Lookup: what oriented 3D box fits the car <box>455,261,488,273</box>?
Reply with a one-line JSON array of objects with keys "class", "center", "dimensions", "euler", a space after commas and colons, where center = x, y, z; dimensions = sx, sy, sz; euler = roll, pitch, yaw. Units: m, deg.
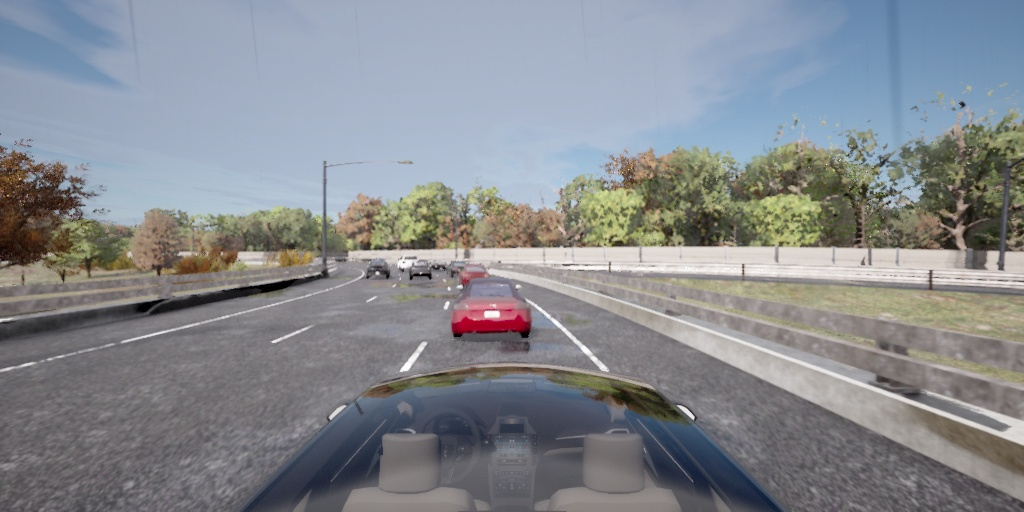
[{"class": "car", "center": [-2.420, 1.243, 22.701], "dimensions": [1.812, 1.442, 4.674], "euler": [0, 0, -11]}]

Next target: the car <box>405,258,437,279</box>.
[{"class": "car", "center": [-8.142, 1.199, 31.661], "dimensions": [2.128, 1.511, 4.902], "euler": [0, 0, -17]}]

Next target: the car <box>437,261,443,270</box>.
[{"class": "car", "center": [-9.488, 1.287, 45.645], "dimensions": [1.895, 1.301, 4.718], "euler": [0, 0, -22]}]

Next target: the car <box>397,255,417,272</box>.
[{"class": "car", "center": [-13.142, 0.912, 45.321], "dimensions": [2.150, 2.045, 5.566], "euler": [0, 0, -24]}]

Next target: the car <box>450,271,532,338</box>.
[{"class": "car", "center": [-0.632, 1.300, 10.190], "dimensions": [1.994, 1.385, 4.181], "euler": [0, 0, -5]}]

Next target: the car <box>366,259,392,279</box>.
[{"class": "car", "center": [-11.977, 1.212, 32.290], "dimensions": [1.837, 1.490, 4.892], "euler": [0, -1, -18]}]

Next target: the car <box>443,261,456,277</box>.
[{"class": "car", "center": [-5.003, 1.228, 33.300], "dimensions": [1.812, 1.442, 4.674], "euler": [0, 0, -17]}]
